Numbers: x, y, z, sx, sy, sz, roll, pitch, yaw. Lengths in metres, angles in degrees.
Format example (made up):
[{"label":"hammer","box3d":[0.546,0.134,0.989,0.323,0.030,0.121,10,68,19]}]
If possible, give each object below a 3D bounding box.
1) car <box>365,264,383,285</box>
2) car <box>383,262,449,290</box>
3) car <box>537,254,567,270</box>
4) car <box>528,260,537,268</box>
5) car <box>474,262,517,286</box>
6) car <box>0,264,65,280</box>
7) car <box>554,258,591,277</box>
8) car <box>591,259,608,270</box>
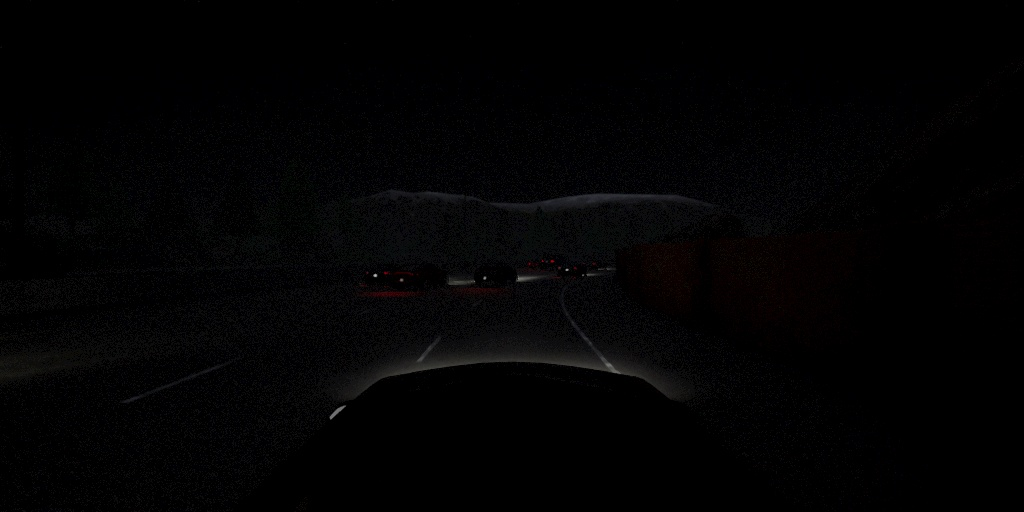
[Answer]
[{"label":"car","box3d":[-8.320,1.215,25.045,1.994,1.385,4.181,0,0,13]},{"label":"car","box3d":[-5.490,1.142,21.914,1.882,1.535,5.008,-1,0,12]},{"label":"car","box3d":[6.081,0.778,47.521,2.150,2.045,5.566,-1,0,38]},{"label":"car","box3d":[4.363,1.142,51.131,1.895,1.301,4.718,0,0,38]},{"label":"car","box3d":[-1.004,1.145,24.504,2.128,1.511,4.902,0,0,16]},{"label":"car","box3d":[-30.593,1.229,21.517,1.837,1.490,4.892,0,0,8]},{"label":"car","box3d":[5.718,1.179,33.553,1.994,1.385,4.181,0,0,25]},{"label":"car","box3d":[11.225,1.118,48.145,1.994,1.385,4.181,0,0,40]}]
